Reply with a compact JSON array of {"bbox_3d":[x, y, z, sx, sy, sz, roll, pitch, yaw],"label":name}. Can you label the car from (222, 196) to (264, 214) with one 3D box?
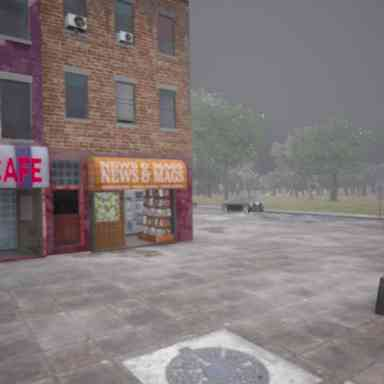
[{"bbox_3d":[5.052,1.214,33.670,2.097,1.767,4.553,-2,1,-36],"label":"car"}]
